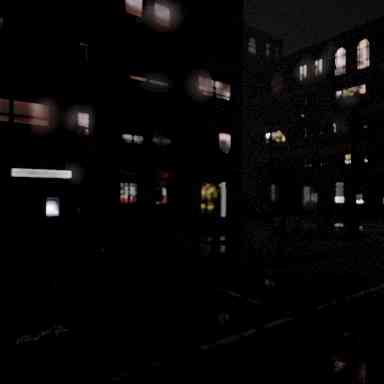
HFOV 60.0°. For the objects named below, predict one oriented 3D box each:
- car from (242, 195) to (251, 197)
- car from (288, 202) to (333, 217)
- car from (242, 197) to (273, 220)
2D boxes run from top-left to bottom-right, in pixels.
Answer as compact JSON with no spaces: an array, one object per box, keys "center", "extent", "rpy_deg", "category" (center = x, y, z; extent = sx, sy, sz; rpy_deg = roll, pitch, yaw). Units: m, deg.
[{"center":[4.741,1.315,31.543],"extent":[2.150,2.045,5.566],"rpy_deg":[1,0,-36],"category":"car"},{"center":[11.243,1.630,31.830],"extent":[2.008,1.369,4.403],"rpy_deg":[0,0,-36],"category":"car"},{"center":[4.648,1.455,27.061],"extent":[1.967,1.590,4.097],"rpy_deg":[0,0,-36],"category":"car"}]
